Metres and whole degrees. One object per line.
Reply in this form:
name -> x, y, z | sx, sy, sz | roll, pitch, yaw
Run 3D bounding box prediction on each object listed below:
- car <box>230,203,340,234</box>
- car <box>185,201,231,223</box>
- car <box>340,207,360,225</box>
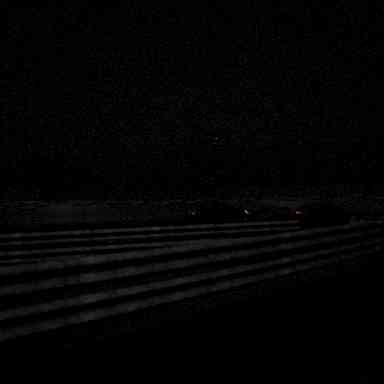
car -> 4.837, 1.553, 17.483 | 4.902, 1.511, 2.128 | -1, 0, -17
car -> 1.839, 1.449, 23.880 | 4.553, 1.767, 2.097 | -1, 0, -17
car -> 8.939, 1.496, 22.436 | 4.892, 1.490, 1.837 | -1, 0, -17
